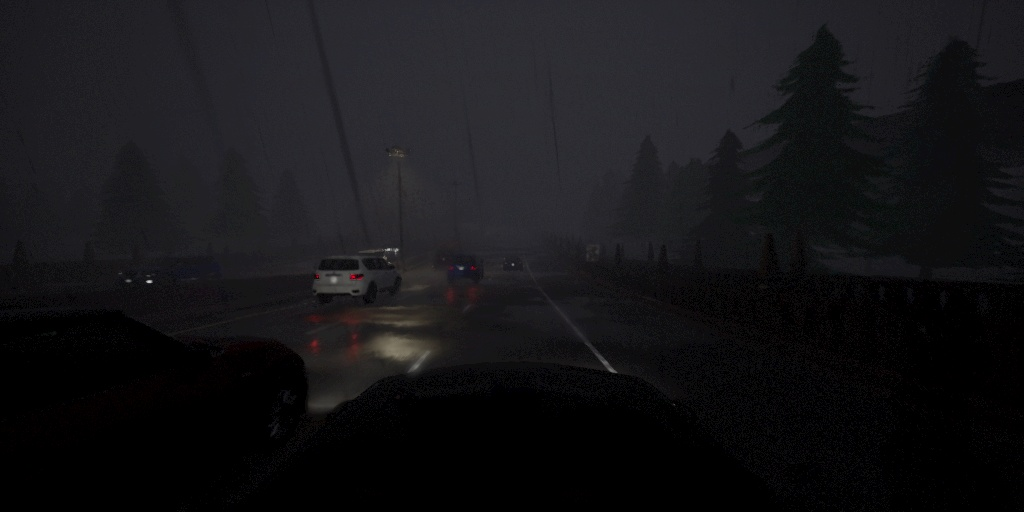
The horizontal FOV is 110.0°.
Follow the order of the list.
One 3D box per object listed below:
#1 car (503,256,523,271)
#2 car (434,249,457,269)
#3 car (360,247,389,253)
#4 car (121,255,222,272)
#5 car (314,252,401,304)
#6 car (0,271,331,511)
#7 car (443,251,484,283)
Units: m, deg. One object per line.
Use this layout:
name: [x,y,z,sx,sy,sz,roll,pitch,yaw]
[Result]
car: [0.098,0.693,37.132,1.994,1.385,4.181,0,4,0]
car: [-6.902,0.221,38.869,2.150,2.045,5.566,0,4,0]
car: [-14.095,0.484,35.202,2.150,2.045,5.566,0,3,0]
car: [-21.096,0.977,22.485,2.150,2.045,5.566,0,1,0]
car: [-6.901,0.996,16.577,2.150,2.045,5.566,0,0,0]
car: [-3.400,1.103,2.305,2.097,1.767,4.553,0,0,0]
car: [-3.402,0.872,27.021,2.150,2.045,5.566,0,2,0]
